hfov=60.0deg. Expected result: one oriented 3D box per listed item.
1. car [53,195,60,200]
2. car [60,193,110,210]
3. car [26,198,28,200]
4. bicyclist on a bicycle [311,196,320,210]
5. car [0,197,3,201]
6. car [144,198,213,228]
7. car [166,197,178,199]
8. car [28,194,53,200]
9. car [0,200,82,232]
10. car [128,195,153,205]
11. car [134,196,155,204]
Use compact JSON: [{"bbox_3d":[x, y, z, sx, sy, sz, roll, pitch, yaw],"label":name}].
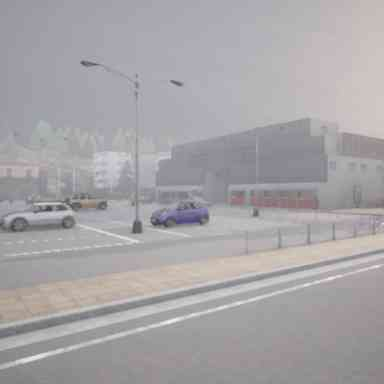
[{"bbox_3d":[-13.293,1.059,37.930,3.866,1.878,1.905,0,0,-35],"label":"car"},{"bbox_3d":[-11.290,1.078,35.784,4.605,1.855,1.932,0,0,-35],"label":"car"},{"bbox_3d":[-24.561,1.215,53.493,3.806,1.475,1.970,0,0,-35],"label":"car"},{"bbox_3d":[13.741,1.230,36.854,1.656,1.620,0.582,0,0,-35],"label":"bicyclist on a bicycle"},{"bbox_3d":[-32.437,1.293,52.458,4.514,1.523,2.007,0,0,-35],"label":"car"},{"bbox_3d":[-0.759,1.355,20.472,3.633,1.501,1.845,0,0,-35],"label":"car"},{"bbox_3d":[-3.306,1.483,54.564,2.033,1.411,5.357,0,0,-34],"label":"car"},{"bbox_3d":[-20.621,1.135,48.418,5.027,1.636,2.152,0,0,-35],"label":"car"},{"bbox_3d":[-8.549,1.378,18.665,3.806,1.475,1.970,0,0,-35],"label":"car"},{"bbox_3d":[-9.049,1.304,56.589,2.097,1.767,4.553,0,0,-35],"label":"car"},{"bbox_3d":[-9.028,1.441,62.670,1.837,1.490,4.892,0,0,-35],"label":"car"}]
